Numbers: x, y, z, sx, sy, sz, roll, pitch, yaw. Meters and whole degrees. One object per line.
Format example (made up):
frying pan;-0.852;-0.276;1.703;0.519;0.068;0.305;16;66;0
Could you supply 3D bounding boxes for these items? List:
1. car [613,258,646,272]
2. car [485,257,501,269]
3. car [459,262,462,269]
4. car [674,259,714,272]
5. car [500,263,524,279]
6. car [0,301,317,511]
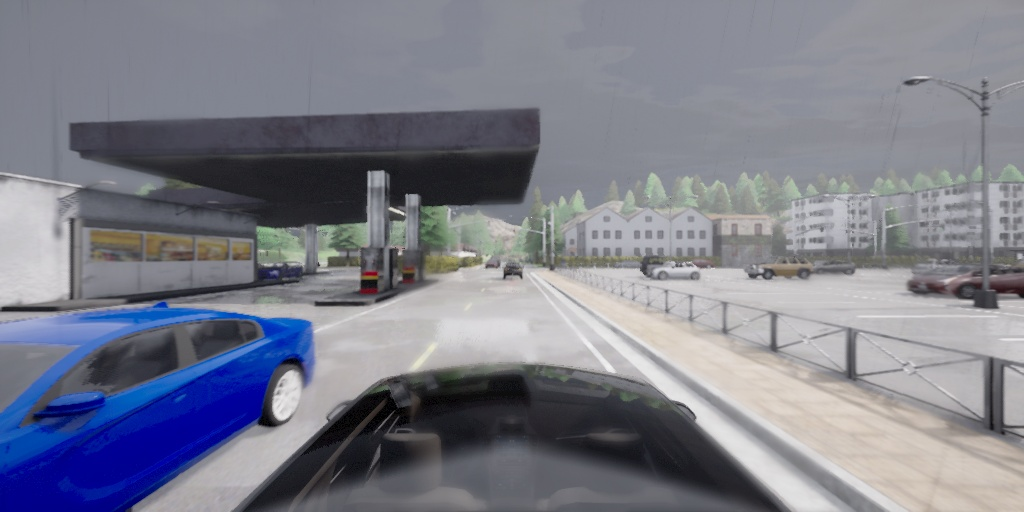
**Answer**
car;17.422;1.279;54.318;4.181;1.385;1.994;0;0;0
car;-3.507;1.282;62.085;2.097;1.767;4.553;0;0;0
car;-9.927;1.130;54.228;4.553;1.767;2.097;3;0;0
car;27.886;1.192;54.353;5.008;1.535;1.882;0;0;0
car;0.093;1.351;33.806;1.837;1.490;4.892;0;0;0
car;-3.600;1.231;2.854;1.882;1.535;5.008;0;0;0
